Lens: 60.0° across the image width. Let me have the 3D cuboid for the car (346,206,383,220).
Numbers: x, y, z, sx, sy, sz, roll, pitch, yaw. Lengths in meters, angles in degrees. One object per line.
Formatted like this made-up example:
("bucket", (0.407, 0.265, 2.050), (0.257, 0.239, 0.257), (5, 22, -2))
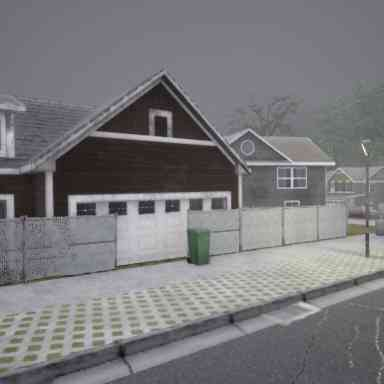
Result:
("car", (17.902, 2.192, 34.698), (1.812, 1.442, 4.674), (-1, -2, -14))
